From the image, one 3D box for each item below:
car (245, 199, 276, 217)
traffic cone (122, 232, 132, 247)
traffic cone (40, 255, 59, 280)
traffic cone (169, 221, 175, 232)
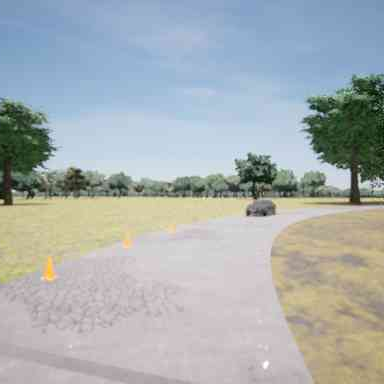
[{"bbox_3d":[6.625,1.482,31.764,1.837,1.490,4.892,0,0,31],"label":"car"},{"bbox_3d":[-2.656,1.961,13.770,0.340,0.580,0.340,0,0,14],"label":"traffic cone"},{"bbox_3d":[-3.714,1.952,8.665,0.340,0.580,0.340,0,0,9],"label":"traffic cone"},{"bbox_3d":[-1.159,1.959,18.763,0.340,0.580,0.340,0,0,19],"label":"traffic cone"}]
